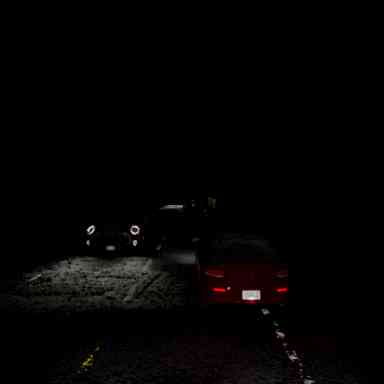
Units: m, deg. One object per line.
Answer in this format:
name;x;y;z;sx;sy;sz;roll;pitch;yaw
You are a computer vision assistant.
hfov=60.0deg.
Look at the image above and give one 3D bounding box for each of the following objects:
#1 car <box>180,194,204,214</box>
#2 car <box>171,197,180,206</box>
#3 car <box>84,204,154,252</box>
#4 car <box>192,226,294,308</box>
car;0.157;1.348;34.948;2.097;1.767;4.553;0;0;0
car;-2.612;1.588;56.482;1.895;1.301;4.718;0;0;0
car;-2.818;1.352;13.754;2.097;1.767;4.553;0;0;0
car;0.979;1.526;7.764;1.812;1.442;4.674;0;0;0
